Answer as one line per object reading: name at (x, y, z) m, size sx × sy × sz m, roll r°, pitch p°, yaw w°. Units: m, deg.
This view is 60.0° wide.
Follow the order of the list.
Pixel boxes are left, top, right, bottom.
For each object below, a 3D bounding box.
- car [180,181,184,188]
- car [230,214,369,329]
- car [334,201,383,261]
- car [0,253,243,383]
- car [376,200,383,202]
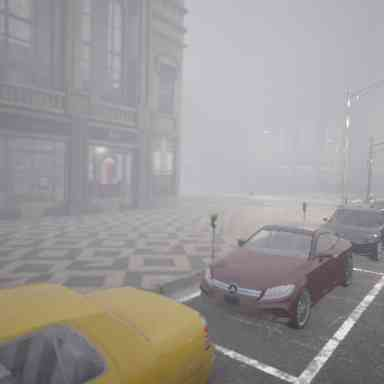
car at (-3.669, -1.557, 60.068) m, size 4.902 × 1.511 × 2.128 m, roll 4°, pitch 4°, yaw 39°
car at (1.896, 1.295, 6.445) m, size 1.802 × 1.307 × 4.206 m, roll 4°, pitch 3°, yaw 39°
car at (5.434, 1.170, 10.832) m, size 1.947 × 1.339 × 4.313 m, roll 4°, pitch 3°, yaw 39°
car at (-1.746, 1.352, 1.923) m, size 1.752 × 1.417 × 4.829 m, roll 4°, pitch 4°, yaw 39°
car at (8.971, 1.062, 15.219) m, size 1.947 × 1.339 × 4.313 m, roll 4°, pitch 3°, yaw 39°
